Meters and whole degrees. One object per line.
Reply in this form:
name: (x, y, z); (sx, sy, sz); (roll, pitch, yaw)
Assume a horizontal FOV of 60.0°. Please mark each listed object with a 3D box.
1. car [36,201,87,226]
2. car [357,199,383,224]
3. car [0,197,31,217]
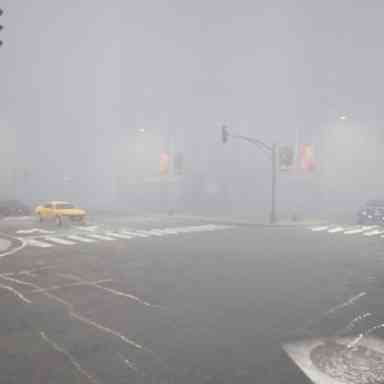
car: (-9.232, 1.436, 23.386); (5.008, 1.535, 1.882); (1, 0, 45)
car: (15.626, 1.582, 27.534); (2.150, 2.045, 5.566); (1, 0, 44)
car: (-16.329, 1.447, 30.325); (4.181, 1.385, 1.994); (1, 0, 44)
